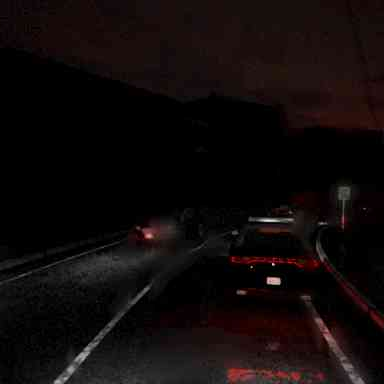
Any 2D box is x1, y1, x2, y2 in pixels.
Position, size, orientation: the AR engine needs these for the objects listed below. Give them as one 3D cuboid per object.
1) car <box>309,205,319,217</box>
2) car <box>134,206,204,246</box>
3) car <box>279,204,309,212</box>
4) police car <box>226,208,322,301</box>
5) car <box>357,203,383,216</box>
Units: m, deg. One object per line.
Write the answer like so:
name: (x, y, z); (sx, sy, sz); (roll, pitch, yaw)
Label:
car: (7.372, 1.588, 22.626); (1.837, 1.490, 4.892); (3, 1, 30)
car: (-0.849, 1.405, 14.973); (2.128, 1.511, 4.902); (1, 1, 19)
car: (4.914, 1.495, 17.710); (1.801, 1.575, 5.366); (2, 0, 23)
police car: (2.023, 1.431, 8.617); (1.930, 1.638, 5.238); (1, 0, 12)
car: (21.839, 2.013, 39.415); (5.357, 1.411, 2.033); (2, 3, -33)
